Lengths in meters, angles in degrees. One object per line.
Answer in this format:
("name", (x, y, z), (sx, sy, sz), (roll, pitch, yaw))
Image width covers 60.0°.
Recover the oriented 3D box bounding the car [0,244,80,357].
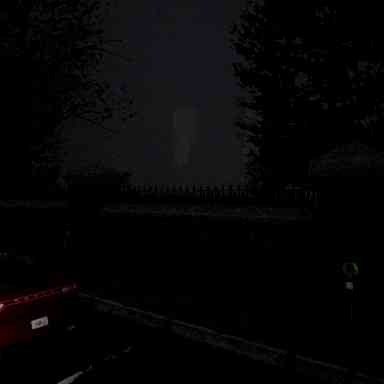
("car", (-3.768, 1.544, 5.576), (4.507, 1.381, 1.887), (0, 0, 36))
